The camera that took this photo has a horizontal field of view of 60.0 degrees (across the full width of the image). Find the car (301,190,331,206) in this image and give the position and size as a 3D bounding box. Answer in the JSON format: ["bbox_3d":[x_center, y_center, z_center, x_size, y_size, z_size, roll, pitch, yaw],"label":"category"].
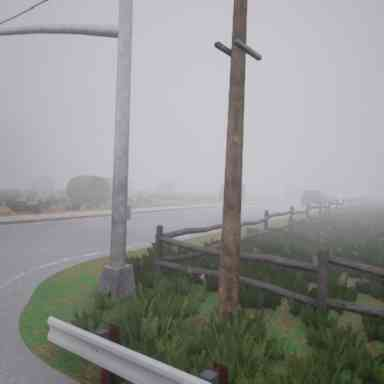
[{"bbox_3d":[15.383,0.801,41.847,2.150,2.045,5.566,3,2,34],"label":"car"}]

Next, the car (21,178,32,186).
[{"bbox_3d":[-39.211,-2.387,79.239,1.905,1.878,3.866,8,2,-13],"label":"car"}]

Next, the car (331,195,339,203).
[{"bbox_3d":[21.133,1.122,50.746,1.994,1.385,4.181,3,2,33],"label":"car"}]
